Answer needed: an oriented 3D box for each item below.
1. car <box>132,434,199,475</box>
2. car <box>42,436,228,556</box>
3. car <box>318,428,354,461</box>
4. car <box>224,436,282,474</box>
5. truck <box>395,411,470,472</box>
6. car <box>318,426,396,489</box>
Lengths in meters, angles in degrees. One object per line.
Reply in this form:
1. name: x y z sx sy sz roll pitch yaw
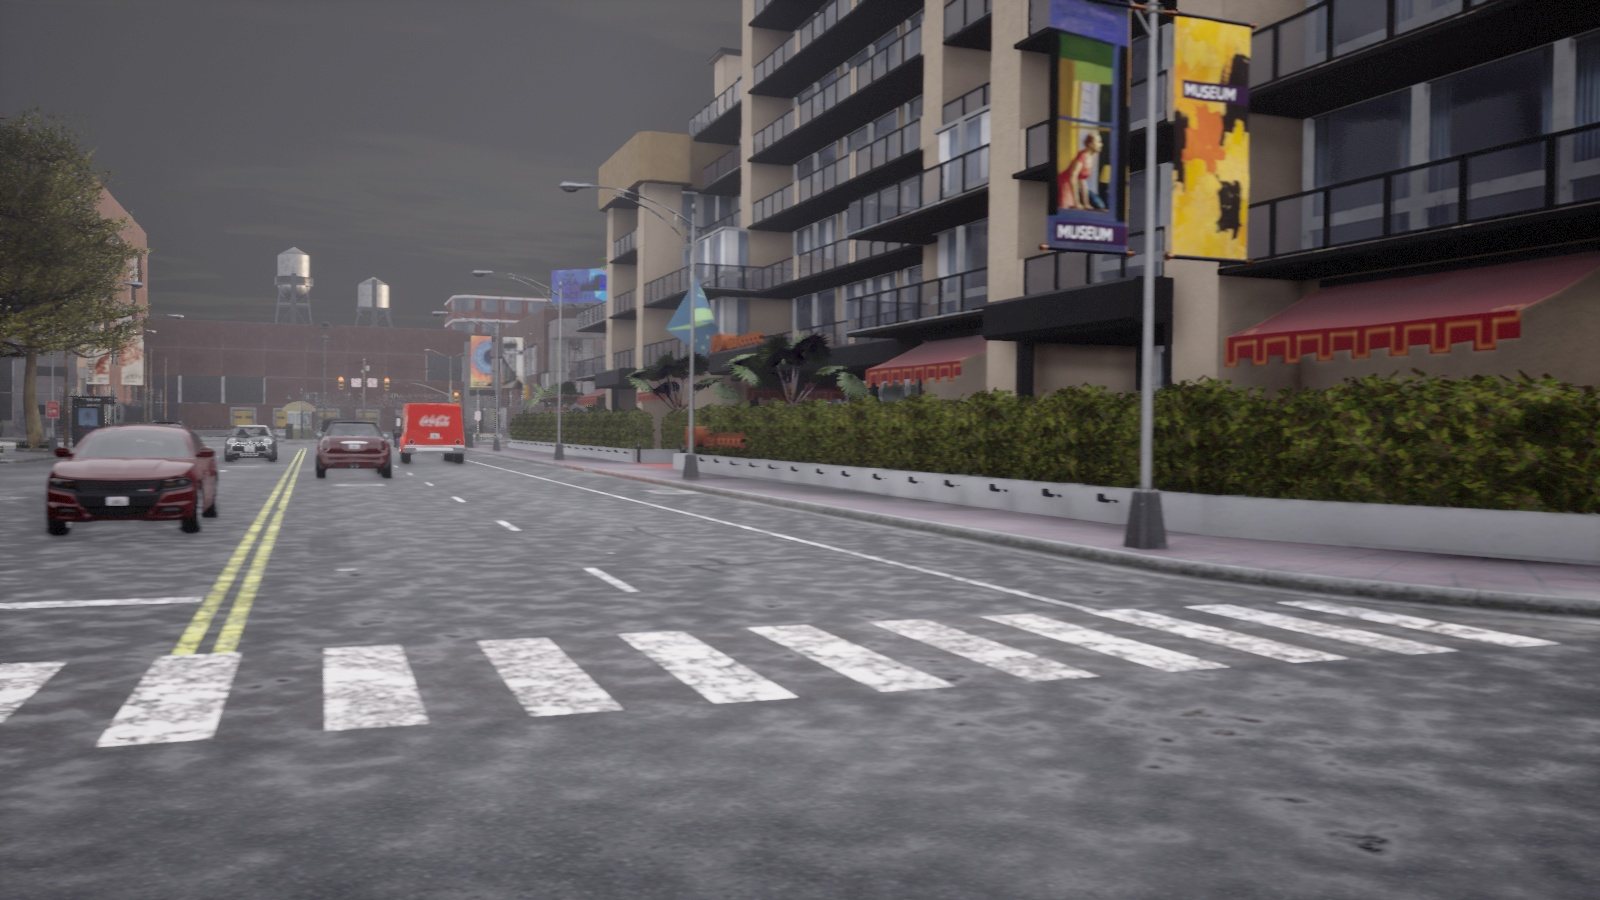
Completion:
1. car: -26.923 0.150 53.443 2.033 1.649 4.856 -1 1 -21
2. car: -9.881 0.573 19.038 1.882 1.535 5.008 -1 1 -21
3. car: -27.230 -0.313 73.652 1.905 1.878 3.866 -1 0 -21
4. car: -22.629 0.161 52.068 1.970 1.475 3.806 -1 1 -20
5. truck: -15.770 -0.392 53.688 2.627 2.467 5.204 -1 1 -21
6. car: -13.557 0.180 38.262 2.097 1.767 4.553 -1 1 -21
